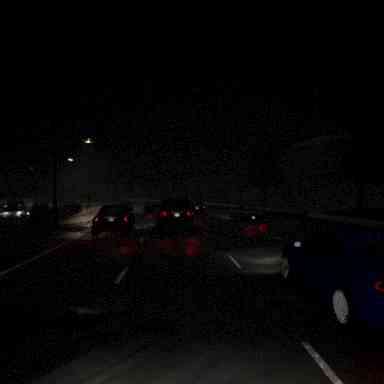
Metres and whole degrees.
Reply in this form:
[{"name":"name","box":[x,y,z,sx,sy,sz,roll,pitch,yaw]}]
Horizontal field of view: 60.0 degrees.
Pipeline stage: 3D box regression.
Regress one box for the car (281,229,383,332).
[{"name":"car","box":[3.403,1.530,7.071,1.882,1.535,5.008,0,0,-2]}]

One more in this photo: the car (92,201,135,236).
[{"name":"car","box":[-4.616,1.540,20.057,2.097,1.767,4.553,0,-1,-7]}]

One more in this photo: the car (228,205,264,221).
[{"name":"car","box":[4.675,1.844,29.475,1.895,1.301,4.718,0,0,-9]}]

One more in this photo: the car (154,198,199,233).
[{"name":"car","box":[-1.188,1.414,21.534,2.150,2.045,5.566,0,0,-7]}]

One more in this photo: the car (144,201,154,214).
[{"name":"car","box":[-4.884,1.899,41.305,1.812,1.442,4.674,0,0,-14]}]

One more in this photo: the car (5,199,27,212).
[{"name":"car","box":[-25.017,1.836,47.305,2.097,1.767,4.553,0,-1,-17]}]

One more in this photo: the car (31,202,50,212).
[{"name":"car","box":[-21.016,2.026,46.206,1.994,1.385,4.181,0,0,-16]}]

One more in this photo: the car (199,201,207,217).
[{"name":"car","box":[0.075,1.654,34.836,2.097,1.767,4.553,0,-1,-11]}]

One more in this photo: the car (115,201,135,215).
[{"name":"car","box":[-8.160,1.863,39.896,2.128,1.511,4.902,0,0,-14]}]
